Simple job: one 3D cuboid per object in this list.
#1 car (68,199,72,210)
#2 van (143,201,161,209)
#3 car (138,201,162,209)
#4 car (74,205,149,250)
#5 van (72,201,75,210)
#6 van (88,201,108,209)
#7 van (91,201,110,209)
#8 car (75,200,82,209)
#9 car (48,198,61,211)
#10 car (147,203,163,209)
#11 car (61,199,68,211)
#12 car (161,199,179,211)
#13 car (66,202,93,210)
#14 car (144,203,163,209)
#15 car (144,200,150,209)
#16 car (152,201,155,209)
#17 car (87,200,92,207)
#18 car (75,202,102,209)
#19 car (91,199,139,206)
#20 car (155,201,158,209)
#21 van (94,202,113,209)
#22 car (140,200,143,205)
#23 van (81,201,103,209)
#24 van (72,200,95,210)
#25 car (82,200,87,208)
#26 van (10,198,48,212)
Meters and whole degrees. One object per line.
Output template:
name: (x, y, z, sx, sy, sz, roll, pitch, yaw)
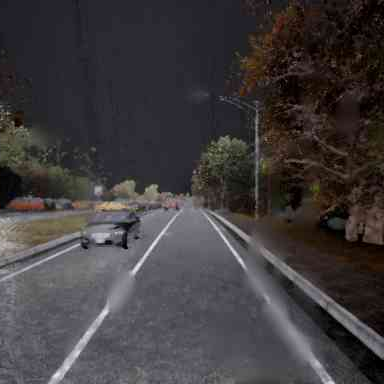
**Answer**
car: (-23.526, 2.384, 55.900, 4.892, 1.521, 2.231, 0, -2, 0)
van: (-10.388, 3.414, 86.217, 4.442, 1.987, 1.878, 0, -3, 0)
car: (-10.528, 3.235, 83.446, 5.566, 2.045, 2.435, 0, -3, 0)
car: (-3.380, 1.526, 14.647, 2.128, 1.511, 4.902, 0, 0, 0)
van: (-23.654, 2.267, 58.677, 4.442, 1.987, 1.878, 0, -2, 0)
van: (-23.463, 3.261, 83.440, 4.442, 1.987, 1.878, 0, -3, 0)
van: (-23.701, 3.422, 86.338, 4.442, 1.987, 1.878, 0, -3, 0)
car: (-23.511, 2.477, 61.441, 4.553, 1.767, 2.185, 0, -2, 0)
car: (-23.551, 1.921, 50.377, 5.566, 2.045, 2.435, 0, -2, 0)
car: (-10.487, 3.977, 94.527, 4.553, 1.767, 2.185, 0, -3, 0)
car: (-23.343, 2.273, 53.135, 5.366, 1.575, 1.946, 0, -2, 0)
car: (-3.427, 2.134, 56.147, 2.150, 2.045, 5.566, 0, -2, 0)
car: (-23.550, 2.931, 69.741, 4.892, 1.521, 2.231, 0, -2, 0)
car: (-10.508, 3.948, 91.748, 5.008, 1.535, 2.097, 0, -3, 0)
car: (-10.424, 2.124, 55.723, 5.566, 2.045, 2.435, 0, -2, 0)
car: (-10.477, 2.814, 66.809, 5.008, 1.535, 2.097, 0, -2, 0)
car: (-23.547, 2.821, 66.973, 5.008, 1.535, 2.097, 0, -2, 0)
car: (-23.381, 3.146, 75.279, 5.366, 1.575, 1.946, 0, -2, 0)
car: (-10.248, 1.984, 44.630, 5.366, 1.575, 1.946, 0, -2, 0)
car: (-10.451, 3.063, 72.354, 4.792, 1.488, 2.163, 0, -2, 0)
van: (-23.706, 3.569, 88.979, 4.442, 1.987, 1.878, 0, -3, 0)
car: (-10.450, 2.166, 50.168, 5.008, 1.535, 2.097, 0, -2, 0)
van: (-23.453, 3.033, 78.053, 4.442, 1.987, 1.878, 0, -2, 0)
van: (-23.678, 2.814, 72.518, 4.442, 1.987, 1.878, 0, -2, 0)
car: (-23.542, 2.706, 64.080, 5.008, 1.535, 2.097, 0, -2, 0)
van: (-23.636, 1.850, 47.486, 4.442, 1.987, 1.878, 0, -2, 0)
